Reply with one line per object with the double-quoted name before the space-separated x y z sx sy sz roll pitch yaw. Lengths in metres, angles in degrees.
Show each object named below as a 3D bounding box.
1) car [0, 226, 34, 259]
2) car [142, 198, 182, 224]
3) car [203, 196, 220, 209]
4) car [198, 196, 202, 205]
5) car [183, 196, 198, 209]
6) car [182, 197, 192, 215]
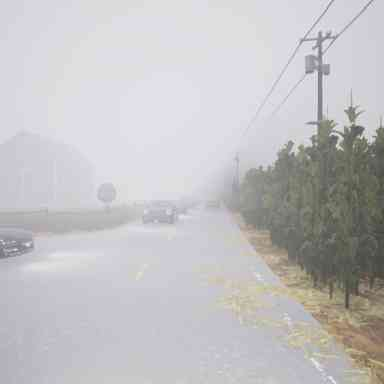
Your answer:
"car" -7.845 1.504 11.038 4.892 1.490 1.837 0 0 0
"car" -2.214 1.352 24.364 2.097 1.767 4.553 0 0 4
"car" 2.874 1.477 46.446 1.882 1.535 5.008 0 0 4
"car" 0.148 1.501 54.802 1.837 1.490 4.892 0 1 5
"car" -0.698 1.352 44.167 2.097 1.767 4.553 0 0 4
"car" -1.473 1.564 34.126 1.994 1.385 4.181 0 0 4
